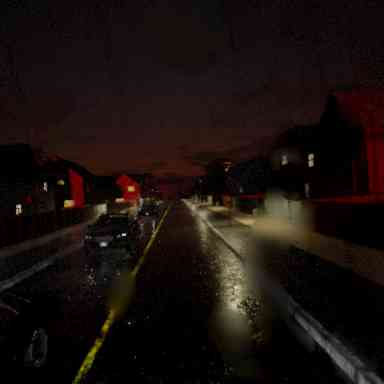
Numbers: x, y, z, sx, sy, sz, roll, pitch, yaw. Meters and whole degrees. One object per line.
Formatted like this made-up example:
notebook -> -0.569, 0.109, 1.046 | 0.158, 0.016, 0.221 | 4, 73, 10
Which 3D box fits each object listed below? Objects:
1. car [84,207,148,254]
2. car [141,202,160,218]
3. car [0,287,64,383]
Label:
car -> -3.415, 1.693, 14.833 | 2.128, 1.511, 4.902 | -3, 0, -3
car -> -4.223, 1.777, 33.089 | 2.128, 1.511, 4.902 | -3, 0, -2
car -> -2.857, 1.765, 2.980 | 1.895, 1.301, 4.718 | -3, 0, -3
